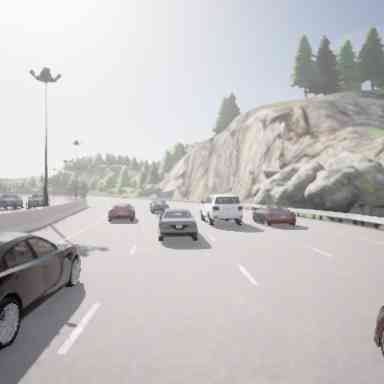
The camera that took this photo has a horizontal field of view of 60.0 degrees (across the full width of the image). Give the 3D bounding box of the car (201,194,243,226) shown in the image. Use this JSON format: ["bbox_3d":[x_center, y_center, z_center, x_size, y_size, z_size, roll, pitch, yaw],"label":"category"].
[{"bbox_3d":[1.967,1.188,23.452,2.150,2.045,5.566,0,0,-7],"label":"car"}]

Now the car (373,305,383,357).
[{"bbox_3d":[3.463,1.553,2.780,1.994,1.385,4.181,0,0,-1],"label":"car"}]

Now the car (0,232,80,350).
[{"bbox_3d":[-3.616,1.477,6.204,1.882,1.535,5.008,0,0,-2],"label":"car"}]

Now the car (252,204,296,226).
[{"bbox_3d":[5.530,1.524,22.918,1.994,1.385,4.181,0,0,-7],"label":"car"}]

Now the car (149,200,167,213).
[{"bbox_3d":[-3.576,1.510,35.749,2.033,1.411,5.357,0,0,-11],"label":"car"}]

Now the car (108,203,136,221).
[{"bbox_3d":[-5.586,1.542,26.760,1.994,1.385,4.181,0,0,-8],"label":"car"}]

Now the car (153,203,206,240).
[{"bbox_3d":[-0.789,1.528,16.771,2.033,1.411,5.357,0,0,-5],"label":"car"}]
